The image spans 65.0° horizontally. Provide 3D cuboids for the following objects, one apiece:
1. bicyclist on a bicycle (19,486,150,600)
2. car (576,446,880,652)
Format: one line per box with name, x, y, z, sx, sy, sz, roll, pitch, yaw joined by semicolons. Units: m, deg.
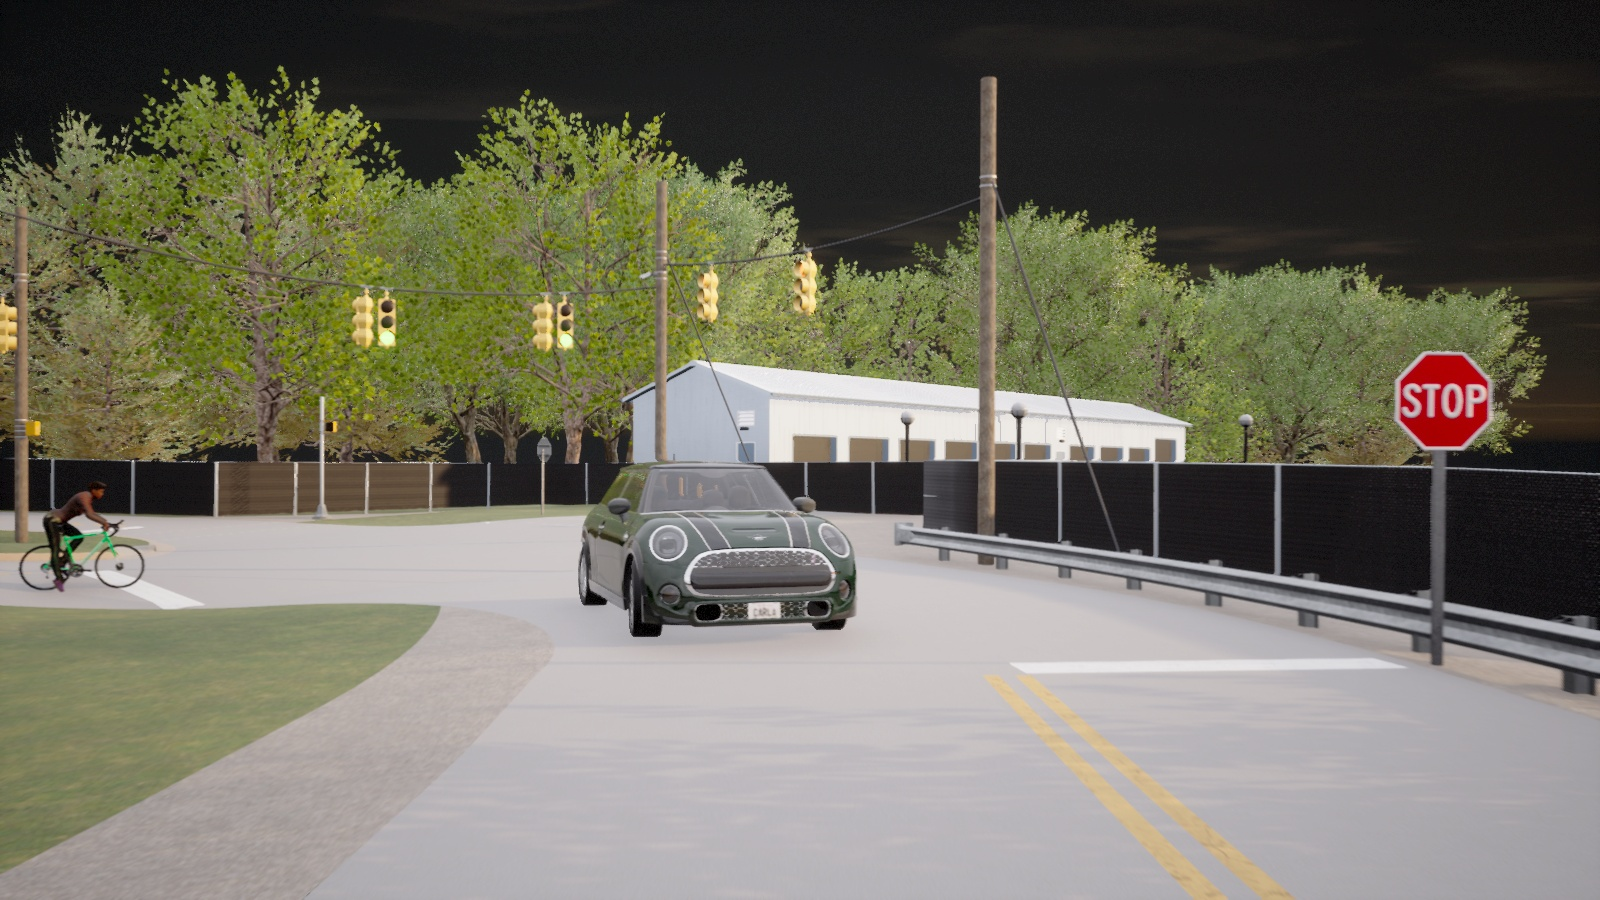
bicyclist on a bicycle;-10.698;1.372;18.820;1.656;1.620;0.582;0;1;-25
car;-0.983;0.900;13.254;2.097;1.767;4.553;0;-1;-18
